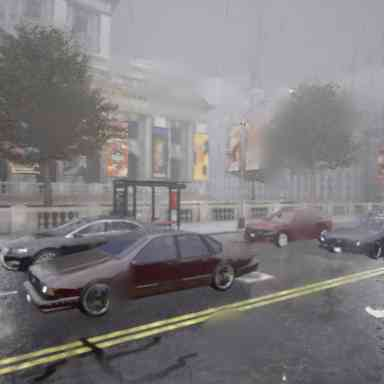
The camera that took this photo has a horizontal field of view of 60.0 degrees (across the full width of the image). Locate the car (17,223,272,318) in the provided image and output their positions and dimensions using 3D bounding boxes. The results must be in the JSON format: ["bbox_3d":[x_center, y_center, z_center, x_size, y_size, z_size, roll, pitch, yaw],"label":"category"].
[{"bbox_3d":[-0.833,1.590,7.681,5.357,1.411,2.033,1,0,-35],"label":"car"}]

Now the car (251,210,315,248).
[{"bbox_3d":[4.671,1.630,15.841,5.008,1.535,1.882,1,0,-35],"label":"car"}]

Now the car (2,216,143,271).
[{"bbox_3d":[-3.100,1.529,10.372,4.902,1.511,2.128,1,0,-36],"label":"car"}]

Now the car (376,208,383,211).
[{"bbox_3d":[12.944,1.766,21.663,4.902,1.511,2.128,1,-1,-35],"label":"car"}]

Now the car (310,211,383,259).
[{"bbox_3d":[7.398,1.711,13.476,5.357,1.411,2.033,1,0,-35],"label":"car"}]
